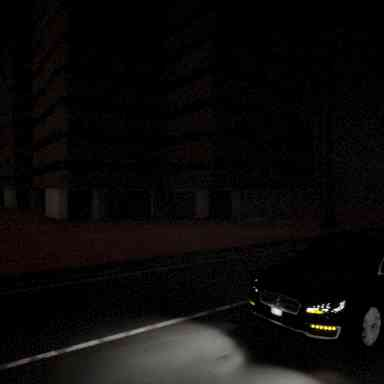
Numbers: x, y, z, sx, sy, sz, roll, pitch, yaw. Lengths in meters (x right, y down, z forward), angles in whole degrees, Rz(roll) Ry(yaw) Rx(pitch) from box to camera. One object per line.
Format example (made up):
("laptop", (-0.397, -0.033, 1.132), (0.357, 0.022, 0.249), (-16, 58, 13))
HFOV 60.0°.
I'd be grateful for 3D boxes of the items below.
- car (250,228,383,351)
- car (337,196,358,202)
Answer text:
("car", (3.215, 1.507, 6.285), (4.892, 1.490, 1.837), (0, 0, -36))
("car", (38.605, 1.818, 83.627), (1.970, 1.475, 3.806), (0, -1, -37))
